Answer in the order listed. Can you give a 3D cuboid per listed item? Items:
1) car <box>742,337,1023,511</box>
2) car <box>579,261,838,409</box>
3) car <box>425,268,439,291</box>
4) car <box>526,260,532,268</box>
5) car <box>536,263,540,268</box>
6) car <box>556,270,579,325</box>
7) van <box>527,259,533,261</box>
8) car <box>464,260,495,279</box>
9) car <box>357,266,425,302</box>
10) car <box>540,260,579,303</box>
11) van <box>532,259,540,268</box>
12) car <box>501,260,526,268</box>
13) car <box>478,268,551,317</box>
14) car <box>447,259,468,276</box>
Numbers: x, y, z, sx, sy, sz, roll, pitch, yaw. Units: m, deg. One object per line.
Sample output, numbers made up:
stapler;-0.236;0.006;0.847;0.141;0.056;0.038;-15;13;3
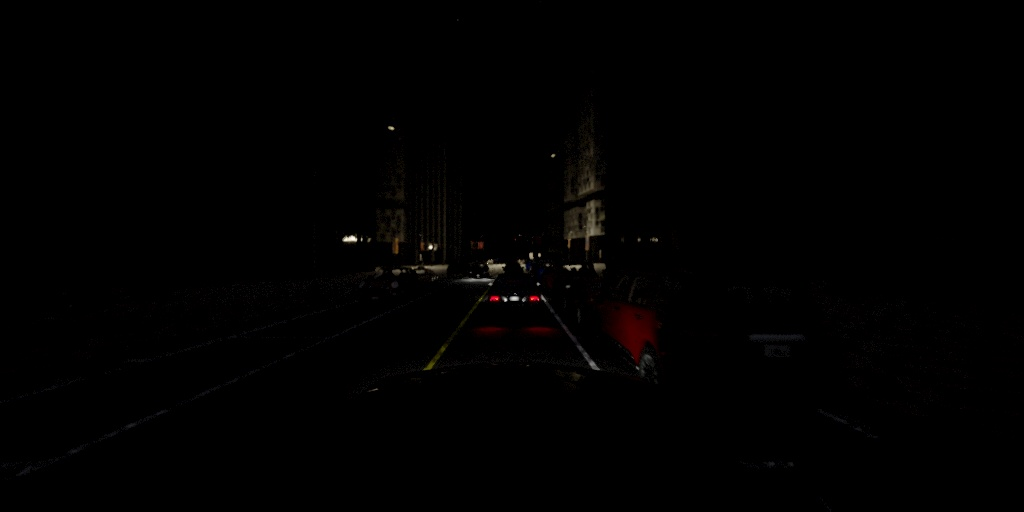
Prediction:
car;2.763;1.311;0.601;1.948;1.339;4.313;0;0;0
car;2.763;1.082;6.114;2.192;1.841;5.009;0;0;0
car;-5.763;1.358;22.477;1.751;1.417;4.829;0;0;0
car;2.763;1.464;39.190;1.948;1.339;4.313;0;0;0
car;2.762;1.378;22.652;1.888;1.381;4.507;0;0;0
car;2.763;1.334;11.626;1.888;1.381;4.507;0;0;0
van;2.762;1.284;50.214;1.690;1.789;3.998;0;0;0
car;-3.100;1.431;35.455;2.033;1.411;5.357;0;0;0
car;-5.763;1.251;17.134;1.967;1.591;4.097;0;0;0
car;2.763;1.125;17.139;2.192;1.841;5.009;0;0;0
van;2.763;1.195;28.164;1.690;1.789;3.998;0;0;0
car;0.094;1.381;33.520;1.837;1.490;4.892;0;0;0
car;0.086;1.343;13.318;2.033;1.411;5.357;0;0;0
car;-5.763;1.214;39.186;2.192;1.841;5.009;0;0;0
